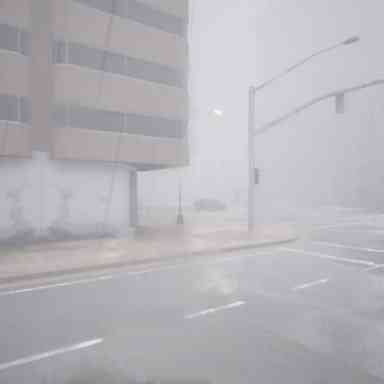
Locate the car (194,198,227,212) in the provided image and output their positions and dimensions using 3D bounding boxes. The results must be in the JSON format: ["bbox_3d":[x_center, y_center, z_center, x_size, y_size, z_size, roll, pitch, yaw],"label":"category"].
[{"bbox_3d":[2.107,1.474,39.030,1.837,1.490,4.892,0,0,-36],"label":"car"}]
